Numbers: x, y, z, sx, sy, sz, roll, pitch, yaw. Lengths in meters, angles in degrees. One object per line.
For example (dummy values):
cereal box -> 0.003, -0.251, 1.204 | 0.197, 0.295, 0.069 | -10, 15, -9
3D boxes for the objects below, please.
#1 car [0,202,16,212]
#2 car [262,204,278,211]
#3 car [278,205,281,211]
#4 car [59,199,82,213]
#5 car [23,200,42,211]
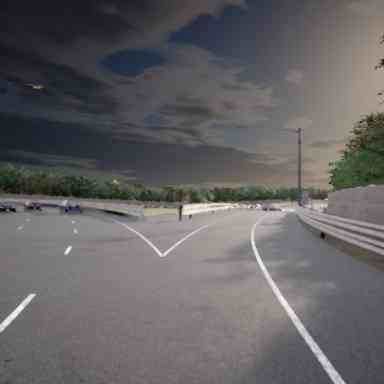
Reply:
car -> -23.858, 1.929, 42.697 | 1.895, 1.301, 4.718 | 1, -1, -34
car -> 14.458, 2.948, 62.663 | 2.033, 1.411, 5.357 | 0, -3, 21
car -> 18.162, 3.438, 72.327 | 1.812, 1.442, 4.674 | 0, -3, 22
car -> -15.535, 1.734, 42.472 | 2.097, 1.767, 4.553 | 1, -1, -31
car -> -22.467, 1.889, 46.721 | 1.837, 1.490, 4.892 | 2, -1, -35
